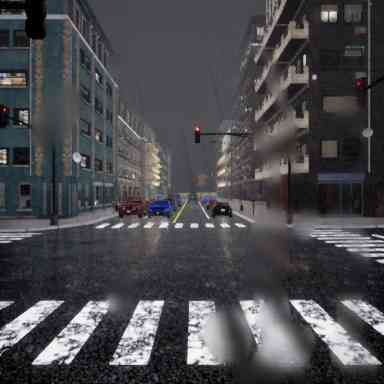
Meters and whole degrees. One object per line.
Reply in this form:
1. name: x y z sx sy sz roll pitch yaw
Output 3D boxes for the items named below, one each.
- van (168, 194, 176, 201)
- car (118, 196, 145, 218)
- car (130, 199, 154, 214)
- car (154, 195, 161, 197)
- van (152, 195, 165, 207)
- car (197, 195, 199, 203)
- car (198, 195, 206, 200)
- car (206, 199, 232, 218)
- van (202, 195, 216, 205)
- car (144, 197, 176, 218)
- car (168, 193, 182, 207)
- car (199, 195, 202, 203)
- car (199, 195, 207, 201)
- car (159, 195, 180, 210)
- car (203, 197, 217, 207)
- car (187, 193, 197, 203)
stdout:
1. van: -5.183 1.300 85.708 1.690 1.788 3.998 0 0 0
2. car: -5.268 1.311 30.188 2.192 1.841 5.009 0 0 0
3. car: -5.260 1.538 35.740 1.887 1.381 4.507 0 0 0
4. car: -5.242 1.532 46.845 1.887 1.381 4.507 0 0 0
5. van: -5.234 1.326 52.396 1.690 1.788 3.998 0 0 0
6. car: 2.672 1.525 69.041 2.008 1.369 4.403 0 0 0
7. car: 2.705 1.498 91.249 1.887 1.381 4.507 0 0 0
8. car: 2.612 1.562 30.177 1.947 1.339 4.313 0 0 0
9. van: 2.638 1.329 46.833 1.690 1.788 3.998 0 0 0
10. car: -2.806 1.473 30.127 1.882 1.535 5.008 0 0 0
11. car: -2.760 1.207 51.083 2.150 2.045 5.566 0 0 1
12. car: 2.655 1.421 57.937 1.967 1.590 4.097 0 0 0
13. car: 2.697 1.504 85.697 1.887 1.381 4.507 0 0 0
14. car: -2.785 1.496 40.497 1.837 1.490 4.892 0 0 0
15. car: 2.629 1.573 41.281 1.802 1.307 4.206 0 0 0
16. car: 0.204 1.195 69.961 2.150 2.045 5.566 0 0 0
